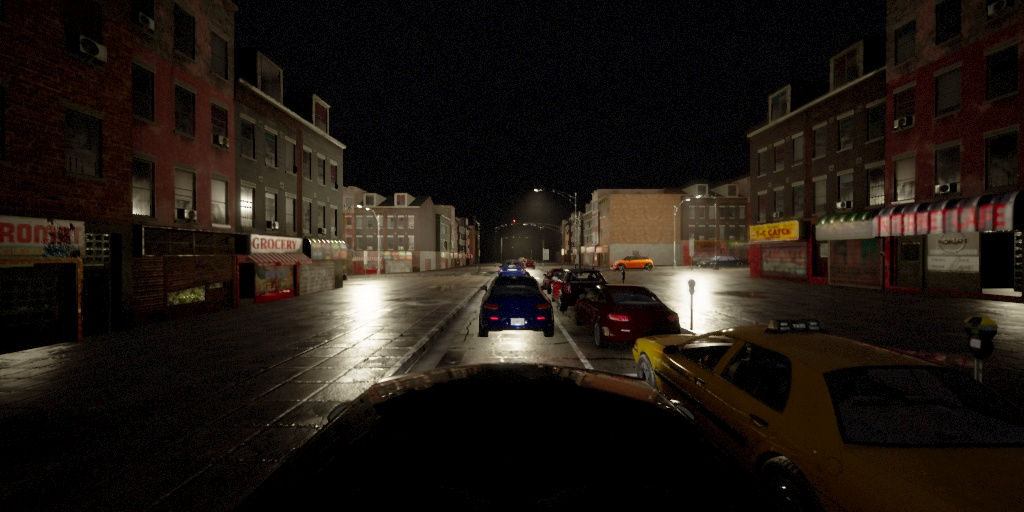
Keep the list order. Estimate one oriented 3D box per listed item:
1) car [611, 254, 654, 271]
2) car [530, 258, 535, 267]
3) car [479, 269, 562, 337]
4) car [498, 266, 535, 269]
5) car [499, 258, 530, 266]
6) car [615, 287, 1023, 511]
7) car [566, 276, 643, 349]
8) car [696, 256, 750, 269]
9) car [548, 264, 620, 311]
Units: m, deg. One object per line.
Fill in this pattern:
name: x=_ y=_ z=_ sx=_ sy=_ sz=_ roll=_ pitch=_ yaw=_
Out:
car: x=13.385 y=0.734 z=40.315 sx=4.553 sy=1.767 sz=2.097 roll=-1 pitch=0 yaw=0
car: x=2.679 y=1.307 z=57.154 sx=1.967 sy=1.591 sz=4.097 roll=0 pitch=0 yaw=0
car: x=0.079 y=1.277 z=10.165 sx=1.812 sy=1.442 sz=4.674 roll=0 pitch=0 yaw=-1
car: x=0.117 y=1.357 z=17.579 sx=1.895 sy=1.301 sz=4.718 roll=0 pitch=0 yaw=0
car: x=0.007 y=1.124 z=27.478 sx=2.097 sy=1.767 sz=4.553 roll=0 pitch=0 yaw=0
car: x=2.640 y=1.275 z=3.584 sx=1.751 sy=1.417 sz=4.829 roll=0 pitch=0 yaw=0
car: x=2.644 y=1.333 z=8.881 sx=1.802 sy=1.307 sz=4.207 roll=0 pitch=0 yaw=0
car: x=23.736 y=0.661 z=40.327 sx=5.357 sy=1.411 sz=2.033 roll=-1 pitch=0 yaw=0
car: x=2.648 y=1.193 z=14.347 sx=1.967 sy=1.591 sz=4.097 roll=0 pitch=0 yaw=0
